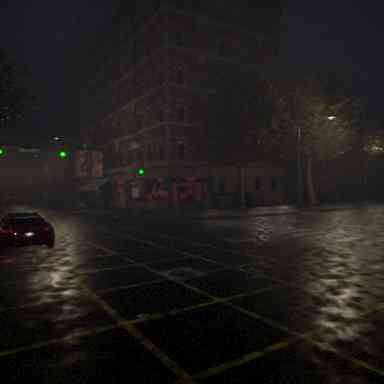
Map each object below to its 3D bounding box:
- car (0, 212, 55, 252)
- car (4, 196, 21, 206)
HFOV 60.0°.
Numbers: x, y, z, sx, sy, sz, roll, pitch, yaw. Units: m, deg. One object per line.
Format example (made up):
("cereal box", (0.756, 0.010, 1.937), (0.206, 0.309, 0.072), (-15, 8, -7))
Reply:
("car", (-7.194, 1.560, 14.187), (1.994, 1.385, 4.181), (-1, 1, -33))
("car", (-30.182, 1.600, 56.301), (1.994, 1.385, 4.181), (-1, 1, -33))
